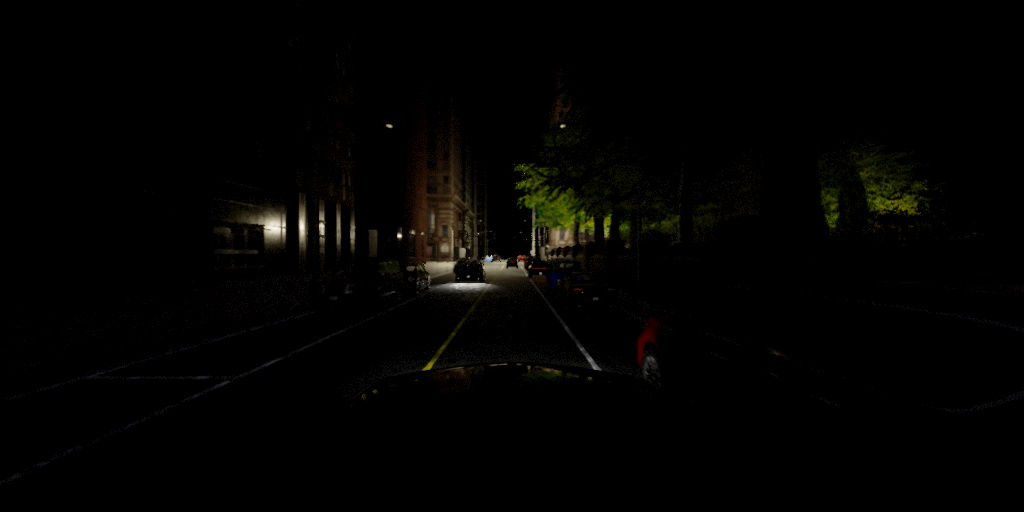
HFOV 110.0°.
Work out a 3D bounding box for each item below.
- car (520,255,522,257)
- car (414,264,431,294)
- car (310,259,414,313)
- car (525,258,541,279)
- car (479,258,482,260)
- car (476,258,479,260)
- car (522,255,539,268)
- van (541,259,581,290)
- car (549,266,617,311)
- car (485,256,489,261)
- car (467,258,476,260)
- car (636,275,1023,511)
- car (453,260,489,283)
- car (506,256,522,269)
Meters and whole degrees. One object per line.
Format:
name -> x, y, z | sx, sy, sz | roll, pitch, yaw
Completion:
car -> 2.771, 0.903, 52.767 | 2.192, 1.841, 5.009 | 0, 0, 0
car -> -5.760, 1.156, 19.610 | 1.967, 1.591, 4.097 | 0, 0, 0
car -> -5.761, 1.047, 14.087 | 2.192, 1.841, 5.009 | 0, 0, 0
car -> 2.359, 1.177, 31.938 | 1.837, 1.490, 4.892 | 0, 0, 0
car -> -5.754, 1.029, 52.758 | 1.967, 1.591, 4.097 | 0, 0, 0
car -> -5.755, 1.140, 47.063 | 1.751, 1.417, 4.829 | 0, 0, 0
car -> 2.770, 0.928, 47.242 | 2.192, 1.841, 5.009 | 0, 0, 0
van -> 2.765, 1.056, 19.619 | 1.690, 1.789, 3.998 | 0, 0, 0
car -> 2.765, 1.277, 14.096 | 1.888, 1.381, 4.507 | 0, 0, 0
car -> -5.752, 1.101, 63.805 | 1.948, 1.339, 4.313 | 0, 0, 0
car -> -5.756, 1.188, 41.708 | 2.007, 1.370, 4.403 | 0, 0, 0
car -> 2.763, 1.063, 3.043 | 2.192, 1.841, 5.009 | 0, 0, 0
car -> -3.091, 1.254, 27.306 | 1.994, 1.385, 4.181 | 0, 0, 0
car -> 0.026, 1.138, 52.399 | 2.033, 1.411, 5.357 | 0, 0, 0
